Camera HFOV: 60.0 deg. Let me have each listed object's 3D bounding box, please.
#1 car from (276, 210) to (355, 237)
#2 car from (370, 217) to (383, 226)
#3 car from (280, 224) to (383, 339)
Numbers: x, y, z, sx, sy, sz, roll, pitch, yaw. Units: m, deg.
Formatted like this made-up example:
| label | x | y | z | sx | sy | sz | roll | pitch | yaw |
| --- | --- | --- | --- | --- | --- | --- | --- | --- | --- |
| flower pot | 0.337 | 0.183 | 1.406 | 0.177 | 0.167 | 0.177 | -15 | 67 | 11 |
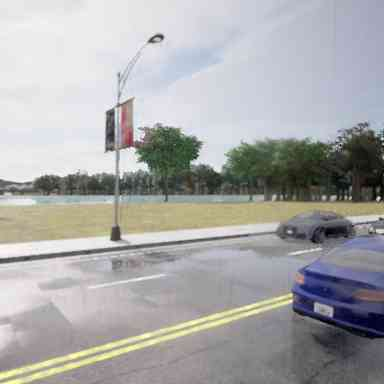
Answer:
| label | x | y | z | sx | sy | sz | roll | pitch | yaw |
| --- | --- | --- | --- | --- | --- | --- | --- | --- | --- |
| car | 5.964 | 1.582 | 15.932 | 4.181 | 1.385 | 1.994 | 0 | 0 | -36 |
| car | 9.584 | 1.512 | 14.524 | 4.902 | 1.511 | 2.128 | 0 | 0 | -36 |
| car | 3.771 | 1.535 | 6.137 | 4.674 | 1.442 | 1.812 | 0 | 0 | -36 |
